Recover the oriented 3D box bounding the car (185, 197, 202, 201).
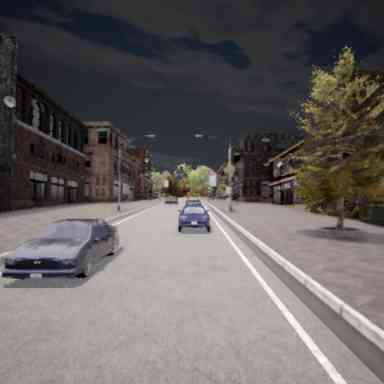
[{"bbox_3d":[0.136,1.378,40.398,2.128,1.511,4.902,0,0,0],"label":"car"}]

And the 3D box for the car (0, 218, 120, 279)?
[{"bbox_3d":[-3.591,1.542,10.324,2.033,1.411,5.357,0,0,0],"label":"car"}]

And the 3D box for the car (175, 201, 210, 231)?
[{"bbox_3d":[0.119,1.489,20.147,1.812,1.442,4.674,0,0,0],"label":"car"}]

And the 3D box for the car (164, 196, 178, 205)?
[{"bbox_3d":[-3.355,1.396,54.762,1.994,1.385,4.181,0,0,2],"label":"car"}]
